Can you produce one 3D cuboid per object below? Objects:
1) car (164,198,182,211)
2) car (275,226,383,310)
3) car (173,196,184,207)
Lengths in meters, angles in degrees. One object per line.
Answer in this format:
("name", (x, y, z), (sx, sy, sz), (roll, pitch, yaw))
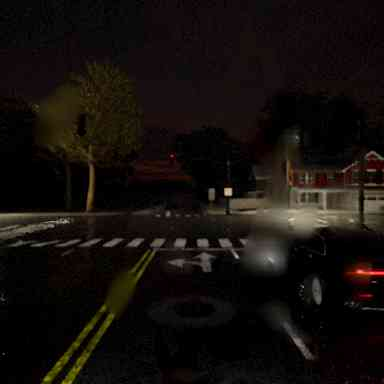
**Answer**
("car", (-2.889, 1.987, 48.865), (1.994, 1.385, 4.181), (0, 0, 1))
("car", (3.357, 1.578, 7.956), (1.837, 1.490, 4.892), (0, -1, 0))
("car", (-2.748, 1.764, 65.155), (2.150, 2.045, 5.566), (0, 1, 0))
